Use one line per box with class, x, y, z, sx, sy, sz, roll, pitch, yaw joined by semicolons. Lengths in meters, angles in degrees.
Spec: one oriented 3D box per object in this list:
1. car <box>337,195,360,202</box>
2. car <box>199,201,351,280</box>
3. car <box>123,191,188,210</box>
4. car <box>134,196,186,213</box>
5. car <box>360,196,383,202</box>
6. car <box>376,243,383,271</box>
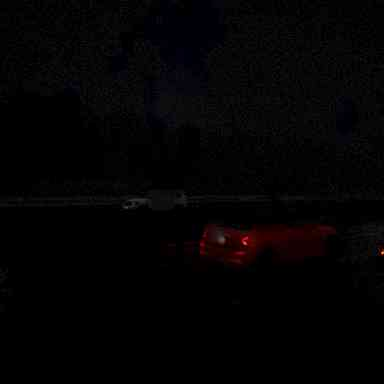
car;24.734;1.242;52.227;4.892;1.490;1.837;0;1;-36
car;2.485;1.258;9.932;4.553;1.767;2.097;0;1;-36
car;-2.916;0.911;27.727;5.566;2.045;2.150;0;0;-36
car;-3.026;1.170;31.958;4.674;1.442;1.812;0;1;-36
car;27.757;1.344;50.093;4.181;1.385;1.994;0;1;-36
car;7.004;1.496;8.901;5.357;1.411;2.033;0;1;-36
